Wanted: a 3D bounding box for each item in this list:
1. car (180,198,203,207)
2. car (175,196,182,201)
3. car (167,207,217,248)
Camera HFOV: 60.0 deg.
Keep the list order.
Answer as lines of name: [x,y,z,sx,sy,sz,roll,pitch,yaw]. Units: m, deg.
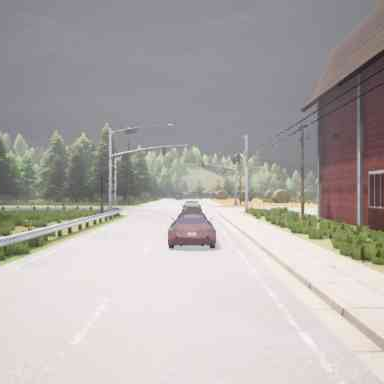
car: [0.000,1.531,29.650,1.812,1.442,4.674,0,0,0]
car: [-3.500,1.588,88.196,1.895,1.301,4.718,0,0,0]
car: [0.000,1.570,14.650,1.994,1.385,4.181,0,0,0]
